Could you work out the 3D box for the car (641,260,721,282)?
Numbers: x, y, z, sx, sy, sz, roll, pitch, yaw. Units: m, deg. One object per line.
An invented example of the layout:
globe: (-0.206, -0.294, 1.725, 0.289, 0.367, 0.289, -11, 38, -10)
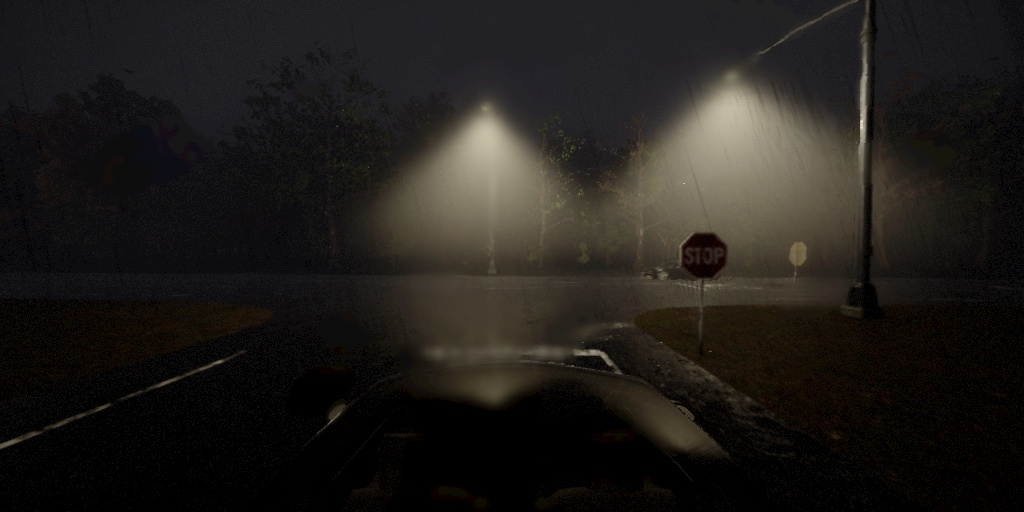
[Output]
car: (11.068, 0.973, 23.696, 4.892, 1.490, 1.837, 0, 1, 0)
